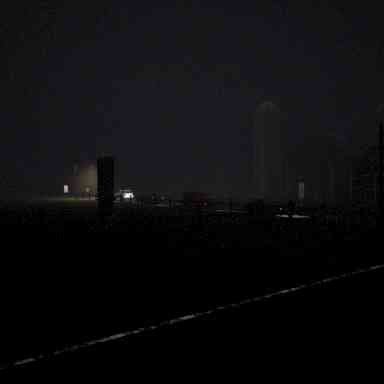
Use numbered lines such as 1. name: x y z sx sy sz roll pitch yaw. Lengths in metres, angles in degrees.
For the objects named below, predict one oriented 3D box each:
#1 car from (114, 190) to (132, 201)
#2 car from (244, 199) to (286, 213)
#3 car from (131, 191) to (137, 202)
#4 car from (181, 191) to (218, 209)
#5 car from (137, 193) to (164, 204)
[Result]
1. car: -13.615 0.621 66.055 2.150 2.045 5.566 -1 1 -36
2. car: 7.077 1.365 32.465 1.994 1.385 4.181 -1 1 -36
3. car: -8.284 0.981 58.698 2.128 1.511 4.902 -1 1 -36
4. car: 0.819 0.922 41.148 2.150 2.045 5.566 -1 1 -36
5. car: -6.090 0.942 50.841 2.097 1.767 4.553 -1 1 -33
